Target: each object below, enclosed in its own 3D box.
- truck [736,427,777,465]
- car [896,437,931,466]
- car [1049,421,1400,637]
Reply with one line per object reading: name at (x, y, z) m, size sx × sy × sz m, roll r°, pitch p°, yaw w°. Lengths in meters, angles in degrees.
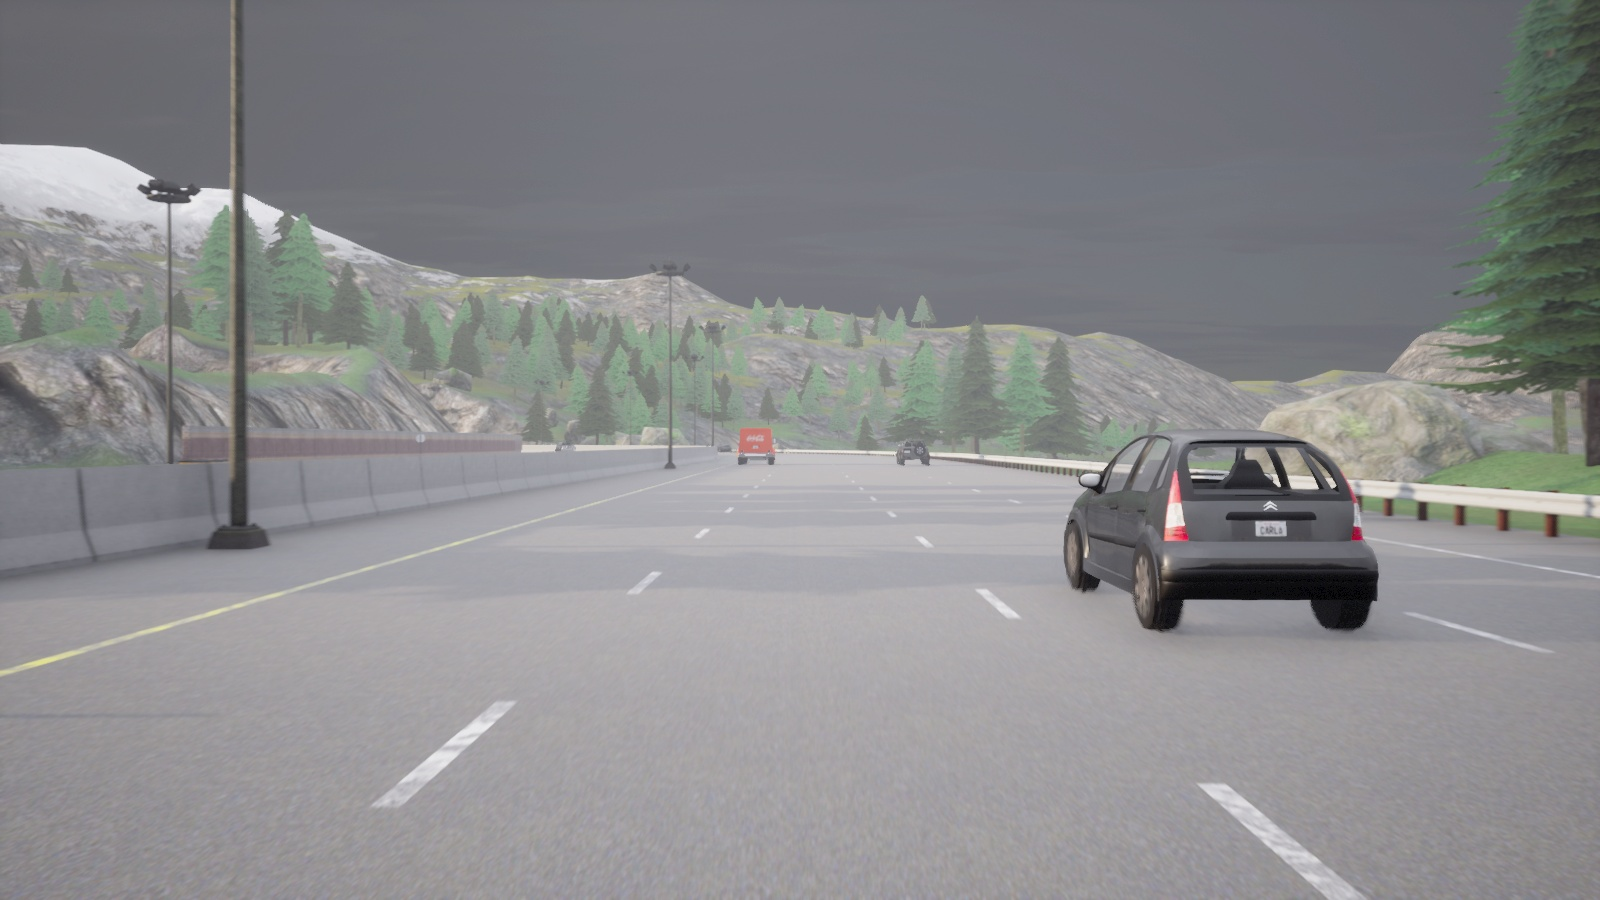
truck at (-2.984, -0.251, 87.223) m, size 2.627 × 2.467 × 5.204 m, roll 0°, pitch -1°, yaw 0°
car at (7.495, 0.103, 83.535) m, size 1.932 × 1.855 × 4.605 m, roll 0°, pitch 0°, yaw 0°
car at (3.581, 0.584, 11.419) m, size 1.851 × 1.617 × 3.988 m, roll 0°, pitch 0°, yaw 0°
